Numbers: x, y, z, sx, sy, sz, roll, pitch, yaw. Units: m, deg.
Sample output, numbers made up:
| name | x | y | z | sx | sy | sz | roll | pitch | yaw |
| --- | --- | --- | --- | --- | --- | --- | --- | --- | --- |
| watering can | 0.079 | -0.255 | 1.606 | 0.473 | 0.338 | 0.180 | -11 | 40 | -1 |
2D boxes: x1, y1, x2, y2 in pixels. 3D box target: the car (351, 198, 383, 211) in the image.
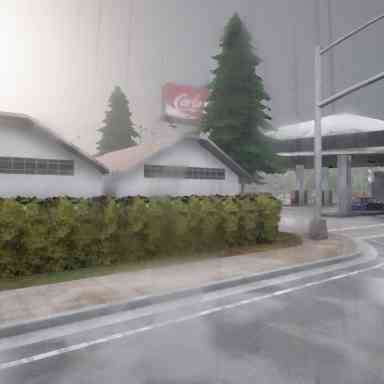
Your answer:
| name | x | y | z | sx | sy | sz | roll | pitch | yaw |
| --- | --- | --- | --- | --- | --- | --- | --- | --- | --- |
| car | 20.761 | 1.480 | 39.315 | 4.611 | 1.667 | 2.242 | 0 | 0 | -36 |

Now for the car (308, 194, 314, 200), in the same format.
| name | x | y | z | sx | sy | sz | roll | pitch | yaw |
| --- | --- | --- | --- | --- | --- | --- | --- | --- | --- |
| car | 31.778 | 1.330 | 88.820 | 2.152 | 1.636 | 5.027 | 0 | 0 | -36 |
